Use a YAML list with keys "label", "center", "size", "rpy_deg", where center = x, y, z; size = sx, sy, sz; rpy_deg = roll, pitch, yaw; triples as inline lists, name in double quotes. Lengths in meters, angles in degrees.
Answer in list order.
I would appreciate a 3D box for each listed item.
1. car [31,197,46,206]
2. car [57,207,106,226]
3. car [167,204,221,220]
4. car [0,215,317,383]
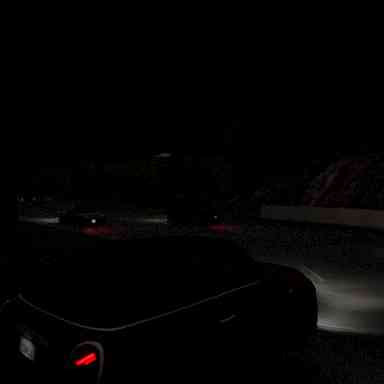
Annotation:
- label: "car"
  center: [-29.826, 1.923, 65.105]
  size: [1.994, 1.385, 4.181]
  rpy_deg: [1, -1, -30]
- label: "car"
  center: [-8.450, 1.758, 25.153]
  size: [1.895, 1.301, 4.718]
  rpy_deg: [1, -1, -43]
- label: "car"
  center: [0.070, 1.681, 26.130]
  size: [1.882, 1.535, 5.008]
  rpy_deg: [1, -1, -42]
- label: "car"
  center: [-0.035, 1.387, 4.482]
  size: [2.097, 1.767, 4.553]
  rpy_deg: [-1, -1, 41]
